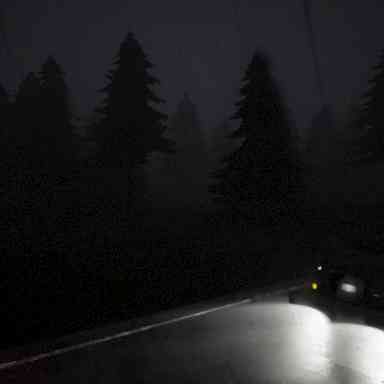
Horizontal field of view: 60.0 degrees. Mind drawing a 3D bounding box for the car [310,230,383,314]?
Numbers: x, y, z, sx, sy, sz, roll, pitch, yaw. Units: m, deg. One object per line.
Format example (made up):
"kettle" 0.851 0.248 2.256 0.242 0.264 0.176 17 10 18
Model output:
"car" 4.465 1.562 7.240 4.181 1.385 1.994 0 0 -36
